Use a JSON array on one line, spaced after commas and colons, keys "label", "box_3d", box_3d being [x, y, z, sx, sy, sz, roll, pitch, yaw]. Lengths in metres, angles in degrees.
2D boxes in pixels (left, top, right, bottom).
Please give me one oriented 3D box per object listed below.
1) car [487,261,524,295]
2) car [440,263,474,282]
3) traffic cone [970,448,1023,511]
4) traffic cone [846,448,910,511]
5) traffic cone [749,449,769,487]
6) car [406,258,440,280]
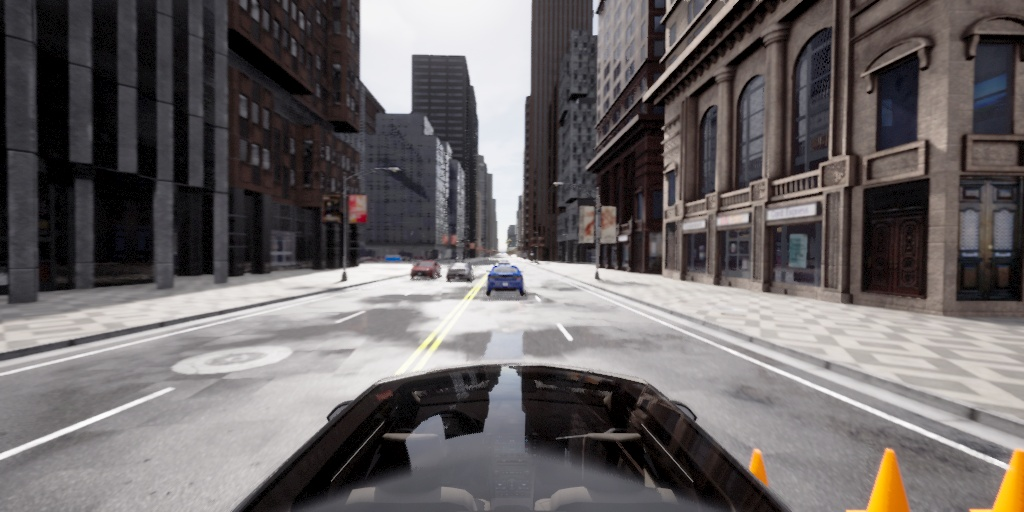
[{"label": "car", "box_3d": [-0.376, 1.214, 19.754, 1.882, 1.535, 5.008, 1, 0, -1]}, {"label": "car", "box_3d": [-4.037, 1.243, 28.642, 2.033, 1.411, 5.357, 1, 0, -1]}, {"label": "traffic cone", "box_3d": [3.799, 1.740, 2.683, 0.340, 0.580, 0.340, 0, 0, -1]}, {"label": "traffic cone", "box_3d": [2.800, 1.731, 2.658, 0.340, 0.580, 0.340, 0, 0, -1]}, {"label": "traffic cone", "box_3d": [1.800, 1.722, 2.635, 0.340, 0.580, 0.340, 0, 0, -1]}, {"label": "car", "box_3d": [-7.336, 1.141, 30.819, 1.882, 1.535, 5.008, 1, 0, -1]}]
